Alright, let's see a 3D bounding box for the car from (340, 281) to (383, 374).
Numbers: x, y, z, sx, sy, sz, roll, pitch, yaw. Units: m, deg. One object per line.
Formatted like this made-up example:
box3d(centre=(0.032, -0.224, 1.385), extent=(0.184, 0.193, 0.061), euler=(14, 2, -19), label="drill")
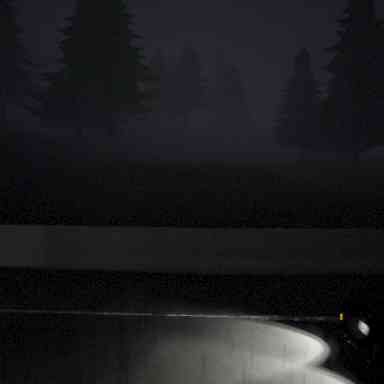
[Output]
box3d(centre=(4.183, 1.566, 4.194), extent=(4.181, 1.385, 1.994), euler=(0, 0, 2), label="car")
